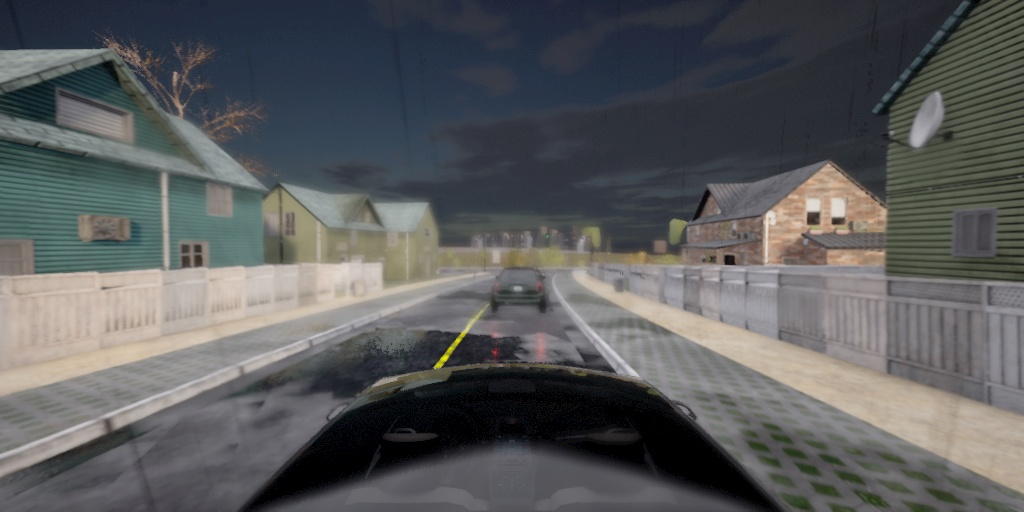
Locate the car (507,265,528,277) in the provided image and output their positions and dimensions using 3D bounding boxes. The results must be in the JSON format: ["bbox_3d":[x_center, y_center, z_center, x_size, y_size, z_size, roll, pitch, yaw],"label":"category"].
[{"bbox_3d":[0.728,1.800,44.648,1.895,1.301,4.718,0,-1,9],"label":"car"}]

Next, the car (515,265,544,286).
[{"bbox_3d":[1.551,1.534,30.149,2.128,1.511,4.902,0,-1,7],"label":"car"}]

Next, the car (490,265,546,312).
[{"bbox_3d":[0.348,1.229,15.137,2.097,1.767,4.553,0,-1,3],"label":"car"}]
